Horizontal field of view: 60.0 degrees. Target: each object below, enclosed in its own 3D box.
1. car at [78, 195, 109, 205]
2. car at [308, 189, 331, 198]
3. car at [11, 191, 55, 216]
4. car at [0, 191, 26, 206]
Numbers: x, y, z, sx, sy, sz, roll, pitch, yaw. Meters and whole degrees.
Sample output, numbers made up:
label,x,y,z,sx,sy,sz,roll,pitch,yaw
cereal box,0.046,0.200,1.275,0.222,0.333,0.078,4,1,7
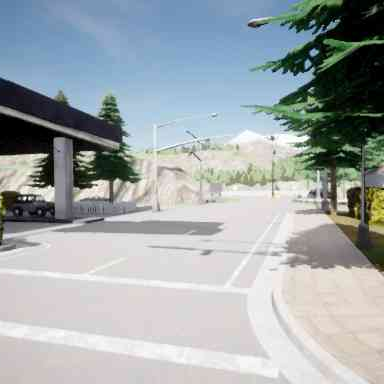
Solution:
label,x,y,z,sx,sy,sz,roll,pitch,yaw
car,-12.702,1.124,42.996,4.181,1.385,1.994,0,1,18
car,24.168,0.152,62.488,4.553,1.767,2.097,0,1,18
car,-13.120,1.100,27.819,3.866,1.878,1.905,0,1,18
car,-26.966,0.922,47.740,5.566,2.045,2.150,0,1,18
